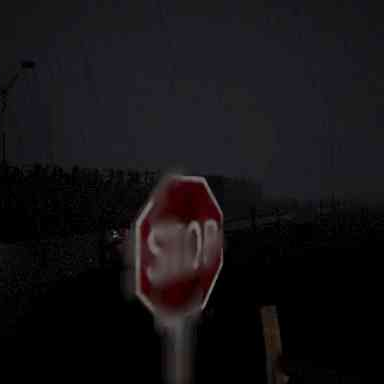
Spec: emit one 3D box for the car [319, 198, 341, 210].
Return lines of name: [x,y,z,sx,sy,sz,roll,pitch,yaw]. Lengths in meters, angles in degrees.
car: [18.421,1.569,44.426,2.033,1.411,5.357,0,0,34]
